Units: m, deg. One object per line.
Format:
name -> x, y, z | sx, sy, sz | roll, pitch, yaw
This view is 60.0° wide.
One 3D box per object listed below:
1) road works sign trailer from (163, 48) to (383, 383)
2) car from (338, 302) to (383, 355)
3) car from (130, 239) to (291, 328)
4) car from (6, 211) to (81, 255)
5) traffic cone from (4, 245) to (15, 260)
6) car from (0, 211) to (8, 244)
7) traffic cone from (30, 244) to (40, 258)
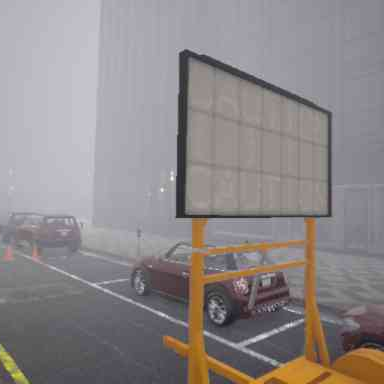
road works sign trailer -> 0.619, 0.663, 3.473 | 2.380, 3.560, 2.880 | 4, -4, -41
car -> 3.913, 1.871, 3.821 | 1.802, 1.307, 4.206 | 3, -4, -41
car -> 0.192, 1.855, 8.055 | 1.967, 1.590, 4.097 | 3, -4, -41
car -> -7.254, 1.984, 16.518 | 2.192, 1.841, 5.009 | 3, -4, -41
traffic cone -> -7.460, 2.478, 13.633 | 0.340, 0.580, 0.340 | 4, -4, -41
car -> -10.978, 2.111, 20.746 | 2.192, 1.841, 5.009 | 3, -4, -41
traffic cone -> -6.715, 2.516, 14.271 | 0.340, 0.580, 0.340 | -2, -1, 44
